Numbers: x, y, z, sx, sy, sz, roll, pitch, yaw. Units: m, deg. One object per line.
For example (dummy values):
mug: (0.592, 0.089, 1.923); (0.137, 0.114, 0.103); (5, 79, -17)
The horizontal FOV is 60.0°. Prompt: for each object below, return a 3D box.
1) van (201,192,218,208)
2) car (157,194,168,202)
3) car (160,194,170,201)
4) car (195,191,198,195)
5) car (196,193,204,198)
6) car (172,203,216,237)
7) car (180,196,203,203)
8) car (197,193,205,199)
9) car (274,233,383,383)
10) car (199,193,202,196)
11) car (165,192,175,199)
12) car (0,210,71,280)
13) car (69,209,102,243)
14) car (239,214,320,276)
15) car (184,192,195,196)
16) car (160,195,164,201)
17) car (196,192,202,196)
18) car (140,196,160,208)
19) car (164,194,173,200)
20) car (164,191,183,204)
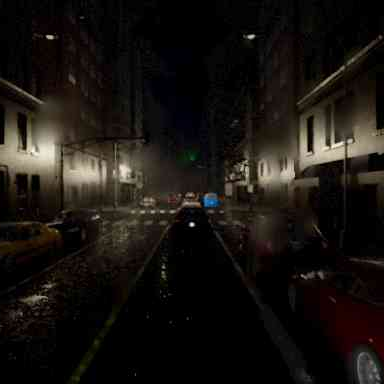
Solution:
van: (2.430, 1.114, 42.701); (1.690, 1.788, 3.998); (0, 0, 0)
car: (-5.703, 1.209, 65.212); (1.752, 1.417, 4.829); (0, 0, 0)
car: (-5.731, 1.216, 71.064); (1.947, 1.339, 4.313); (0, 0, 0)
car: (2.293, 0.935, 71.107); (2.192, 1.841, 5.009); (0, 0, 0)
car: (2.185, 1.039, 93.832); (2.008, 1.369, 4.403); (0, 0, 0)
car: (-0.005, 1.475, 17.397); (1.994, 1.385, 4.181); (0, 0, 0)
car: (-0.079, 1.418, 36.347); (1.895, 1.301, 4.718); (0, 0, 0)
car: (2.239, 0.994, 82.469); (1.967, 1.590, 4.097); (0, 0, 0)
car: (2.614, 1.548, 4.584); (1.802, 1.307, 4.206); (0, 0, 0)
car: (2.376, 1.296, 54.064); (1.802, 1.307, 4.206); (0, 0, 0)
car: (-5.814, 0.866, 88.107); (2.192, 1.841, 5.009); (0, 0, 0)
car: (-5.437, 1.495, 9.885); (1.752, 1.417, 4.829); (0, 0, 0)
car: (-5.464, 1.492, 15.574); (2.008, 1.369, 4.403); (0, 0, 0)
car: (2.587, 1.379, 10.102); (1.967, 1.590, 4.097); (0, 0, 0)
car: (-0.352, 1.211, 72.848); (1.895, 1.301, 4.718); (0, 0, 0)
car: (-5.622, 1.318, 48.336); (1.887, 1.381, 4.507); (0, 0, 0)
car: (2.322, 1.235, 65.427); (1.802, 1.307, 4.206); (0, 0, 0)
car: (-5.594, 1.353, 42.655); (2.008, 1.369, 4.403); (0, 0, 0)
car: (-5.786, 1.150, 82.427); (1.947, 1.339, 4.313); (0, 0, 0)
car: (-3.077, 1.072, 56.920); (2.097, 1.767, 4.553); (0, 0, 0)
